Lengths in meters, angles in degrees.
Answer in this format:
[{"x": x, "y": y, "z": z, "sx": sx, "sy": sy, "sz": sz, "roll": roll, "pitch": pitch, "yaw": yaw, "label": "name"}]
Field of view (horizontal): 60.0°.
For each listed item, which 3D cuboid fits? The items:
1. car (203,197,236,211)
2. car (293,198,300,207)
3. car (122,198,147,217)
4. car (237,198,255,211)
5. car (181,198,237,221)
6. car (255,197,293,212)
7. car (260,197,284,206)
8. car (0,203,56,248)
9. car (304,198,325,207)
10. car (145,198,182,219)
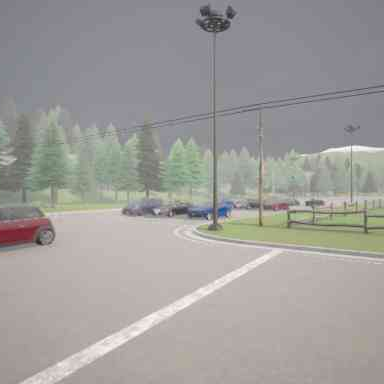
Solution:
[{"x": 3.588, "y": 1.477, "z": 42.530, "sx": 1.882, "sy": 1.535, "sz": 5.008, "roll": 0, "pitch": 0, "yaw": 36, "label": "car"}, {"x": 15.592, "y": 1.564, "z": 52.898, "sx": 1.994, "sy": 1.385, "sz": 4.181, "roll": 0, "pitch": 0, "yaw": 36, "label": "car"}, {"x": -4.453, "y": 1.352, "z": 31.440, "sx": 2.097, "sy": 1.767, "sz": 4.553, "roll": 0, "pitch": 0, "yaw": 35, "label": "car"}, {"x": 6.925, "y": 1.492, "z": 41.160, "sx": 2.128, "sy": 1.511, "sz": 4.902, "roll": 0, "pitch": 0, "yaw": 36, "label": "car"}, {"x": 1.549, "y": 1.478, "z": 27.826, "sx": 1.882, "sy": 1.535, "sz": 5.008, "roll": 0, "pitch": 0, "yaw": 35, "label": "car"}, {"x": 9.682, "y": 1.478, "z": 39.002, "sx": 1.882, "sy": 1.535, "sz": 5.008, "roll": 0, "pitch": 0, "yaw": 36, "label": "car"}, {"x": 13.456, "y": 1.548, "z": 55.878, "sx": 2.033, "sy": 1.411, "sz": 5.357, "roll": 0, "pitch": 0, "yaw": 37, "label": "car"}, {"x": -7.688, "y": 1.352, "z": 12.829, "sx": 2.097, "sy": 1.767, "sz": 4.553, "roll": 0, "pitch": 0, "yaw": 29, "label": "car"}, {"x": 19.039, "y": 1.601, "z": 51.671, "sx": 1.895, "sy": 1.301, "sz": 4.718, "roll": 0, "pitch": 0, "yaw": 37, "label": "car"}, {"x": -1.508, "y": 1.491, "z": 29.557, "sx": 2.128, "sy": 1.511, "sz": 4.902, "roll": 0, "pitch": 0, "yaw": 35, "label": "car"}]
